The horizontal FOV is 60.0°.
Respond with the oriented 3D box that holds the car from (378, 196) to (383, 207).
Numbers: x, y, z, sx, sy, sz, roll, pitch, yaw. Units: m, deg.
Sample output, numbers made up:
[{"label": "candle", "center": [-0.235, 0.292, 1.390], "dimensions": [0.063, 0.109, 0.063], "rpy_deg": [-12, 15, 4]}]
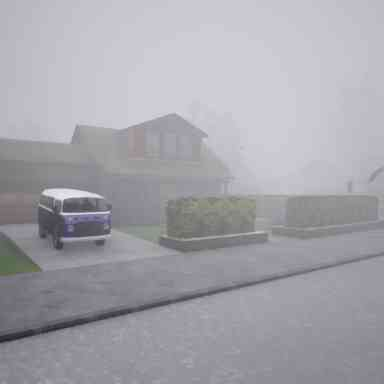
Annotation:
[{"label": "car", "center": [24.632, 0.986, 41.423], "dimensions": [3.866, 1.878, 1.905], "rpy_deg": [0, 0, -1]}]
